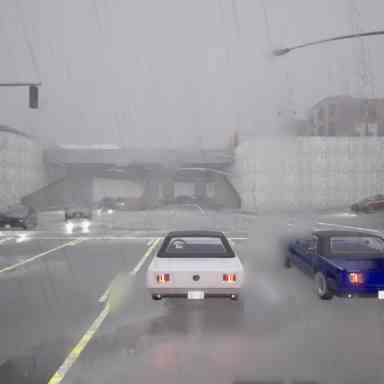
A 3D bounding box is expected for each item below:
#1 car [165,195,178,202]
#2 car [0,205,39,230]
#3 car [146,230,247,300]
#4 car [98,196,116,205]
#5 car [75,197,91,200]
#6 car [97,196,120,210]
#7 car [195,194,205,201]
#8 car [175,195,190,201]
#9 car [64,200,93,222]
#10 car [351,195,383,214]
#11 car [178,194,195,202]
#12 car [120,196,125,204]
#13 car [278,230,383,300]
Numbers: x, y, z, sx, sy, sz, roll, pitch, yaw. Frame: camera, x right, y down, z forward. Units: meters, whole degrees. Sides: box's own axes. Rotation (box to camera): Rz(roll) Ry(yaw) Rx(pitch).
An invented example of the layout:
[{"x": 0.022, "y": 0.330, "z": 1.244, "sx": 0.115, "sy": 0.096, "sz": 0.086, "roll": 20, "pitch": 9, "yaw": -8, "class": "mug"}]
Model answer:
[{"x": -4.660, "y": 1.355, "z": 75.532, "sx": 2.097, "sy": 1.767, "sz": 4.553, "roll": 0, "pitch": 0, "yaw": 6, "class": "car"}, {"x": -11.063, "y": 1.547, "z": 21.203, "sx": 2.033, "sy": 1.411, "sz": 5.357, "roll": 0, "pitch": 0, "yaw": -16, "class": "car"}, {"x": 0.091, "y": 1.601, "z": 8.315, "sx": 1.895, "sy": 1.301, "sz": 4.718, "roll": 0, "pitch": 0, "yaw": 0, "class": "car"}, {"x": -15.051, "y": 1.492, "z": 59.234, "sx": 2.128, "sy": 1.511, "sz": 4.902, "roll": 0, "pitch": 0, "yaw": -1, "class": "car"}, {"x": -14.735, "y": 1.491, "z": 44.584, "sx": 2.128, "sy": 1.511, "sz": 4.902, "roll": 0, "pitch": 0, "yaw": -1, "class": "car"}, {"x": -11.225, "y": 1.526, "z": 44.205, "sx": 1.812, "sy": 1.442, "sz": 4.674, "roll": 0, "pitch": 0, "yaw": -1, "class": "car"}, {"x": 1.506, "y": 1.355, "z": 85.426, "sx": 2.097, "sy": 1.767, "sz": 4.553, "roll": 0, "pitch": 0, "yaw": 28, "class": "car"}, {"x": -2.295, "y": 1.478, "z": 85.395, "sx": 1.882, "sy": 1.535, "sz": 5.008, "roll": 0, "pitch": 0, "yaw": 24, "class": "car"}, {"x": -9.103, "y": 1.564, "z": 26.682, "sx": 1.994, "sy": 1.385, "sz": 4.181, "roll": 0, "pitch": 0, "yaw": -18, "class": "car"}, {"x": 15.847, "y": 0.973, "z": 28.407, "sx": 4.181, "sy": 1.385, "sz": 1.994, "roll": -7, "pitch": 0, "yaw": 0, "class": "car"}, {"x": -1.159, "y": 1.525, "z": 75.425, "sx": 2.128, "sy": 1.511, "sz": 4.902, "roll": 0, "pitch": 0, "yaw": 6, "class": "car"}, {"x": -11.607, "y": 1.565, "z": 62.290, "sx": 1.994, "sy": 1.385, "sz": 4.181, "roll": 0, "pitch": 0, "yaw": -1, "class": "car"}, {"x": 3.591, "y": 1.601, "z": 8.321, "sx": 1.895, "sy": 1.301, "sz": 4.718, "roll": 0, "pitch": 0, "yaw": 0, "class": "car"}]
